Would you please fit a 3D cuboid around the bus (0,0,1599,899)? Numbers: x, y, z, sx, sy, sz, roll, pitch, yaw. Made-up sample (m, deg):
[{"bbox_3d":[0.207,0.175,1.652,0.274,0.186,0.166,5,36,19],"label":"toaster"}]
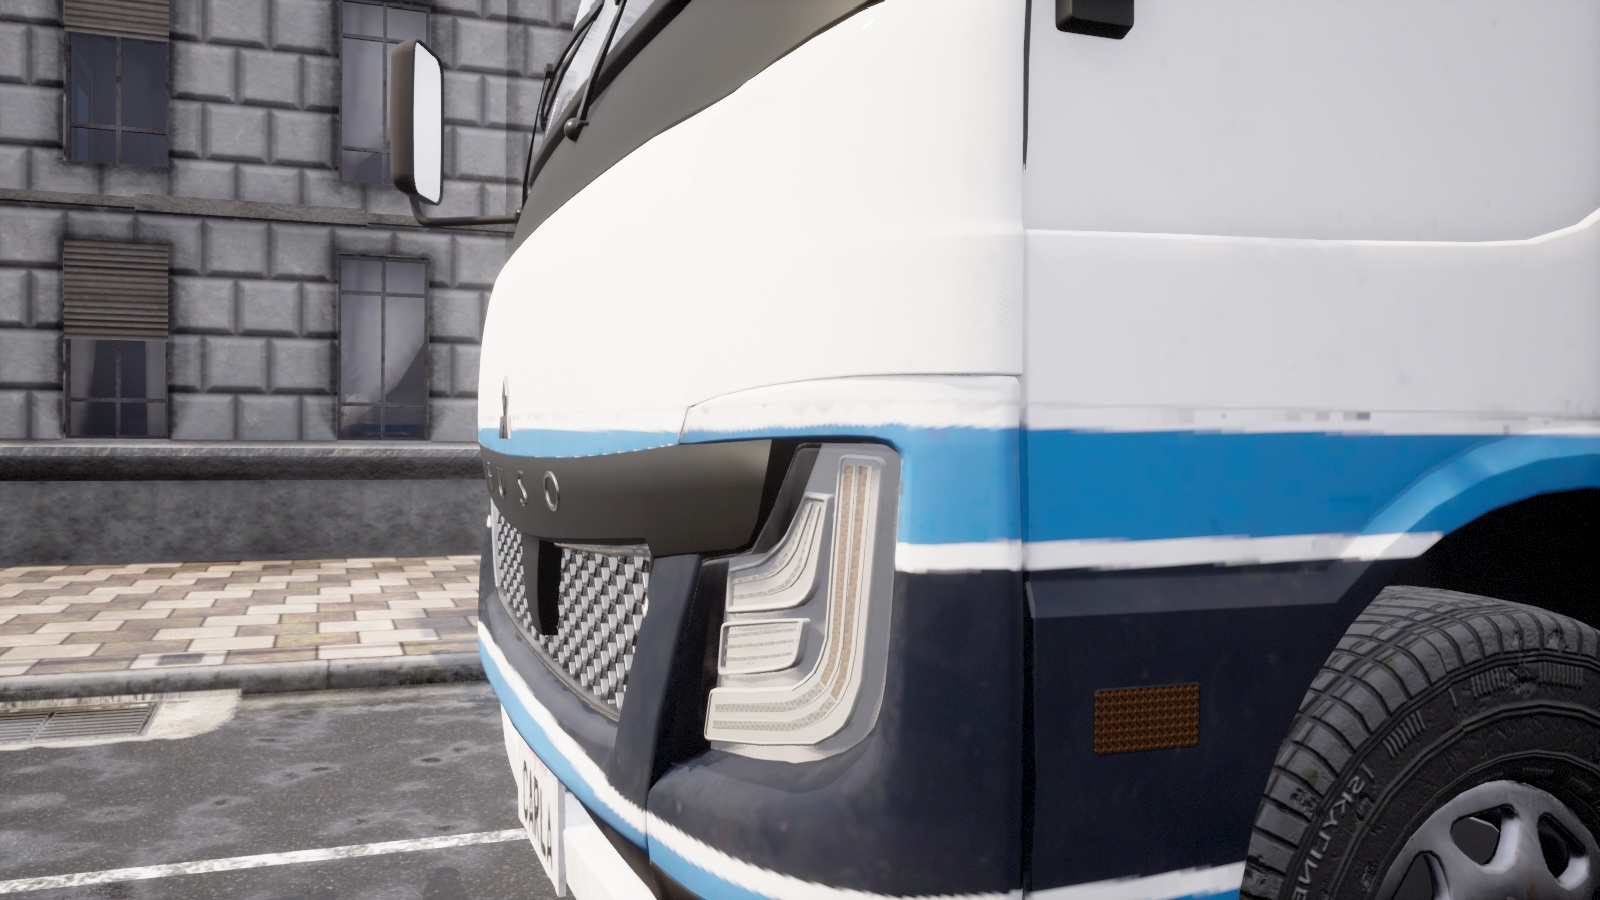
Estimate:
[{"bbox_3d":[3.496,-0.691,4.578,10.273,4.253,3.944,-1,1,-21],"label":"bus"}]
